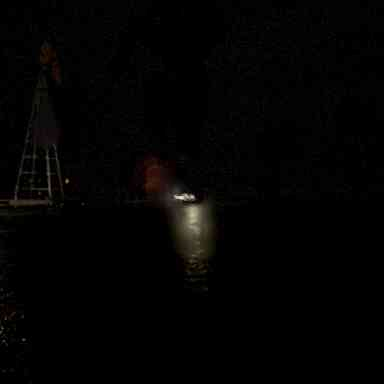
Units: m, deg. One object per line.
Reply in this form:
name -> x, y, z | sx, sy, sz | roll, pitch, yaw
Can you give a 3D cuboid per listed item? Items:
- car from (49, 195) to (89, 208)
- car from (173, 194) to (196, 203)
car -> -15.049, 1.131, 40.880 | 1.837, 1.490, 4.892 | 1, 1, 38
car -> -1.247, 1.088, 58.493 | 1.812, 1.442, 4.674 | 2, 1, 39
